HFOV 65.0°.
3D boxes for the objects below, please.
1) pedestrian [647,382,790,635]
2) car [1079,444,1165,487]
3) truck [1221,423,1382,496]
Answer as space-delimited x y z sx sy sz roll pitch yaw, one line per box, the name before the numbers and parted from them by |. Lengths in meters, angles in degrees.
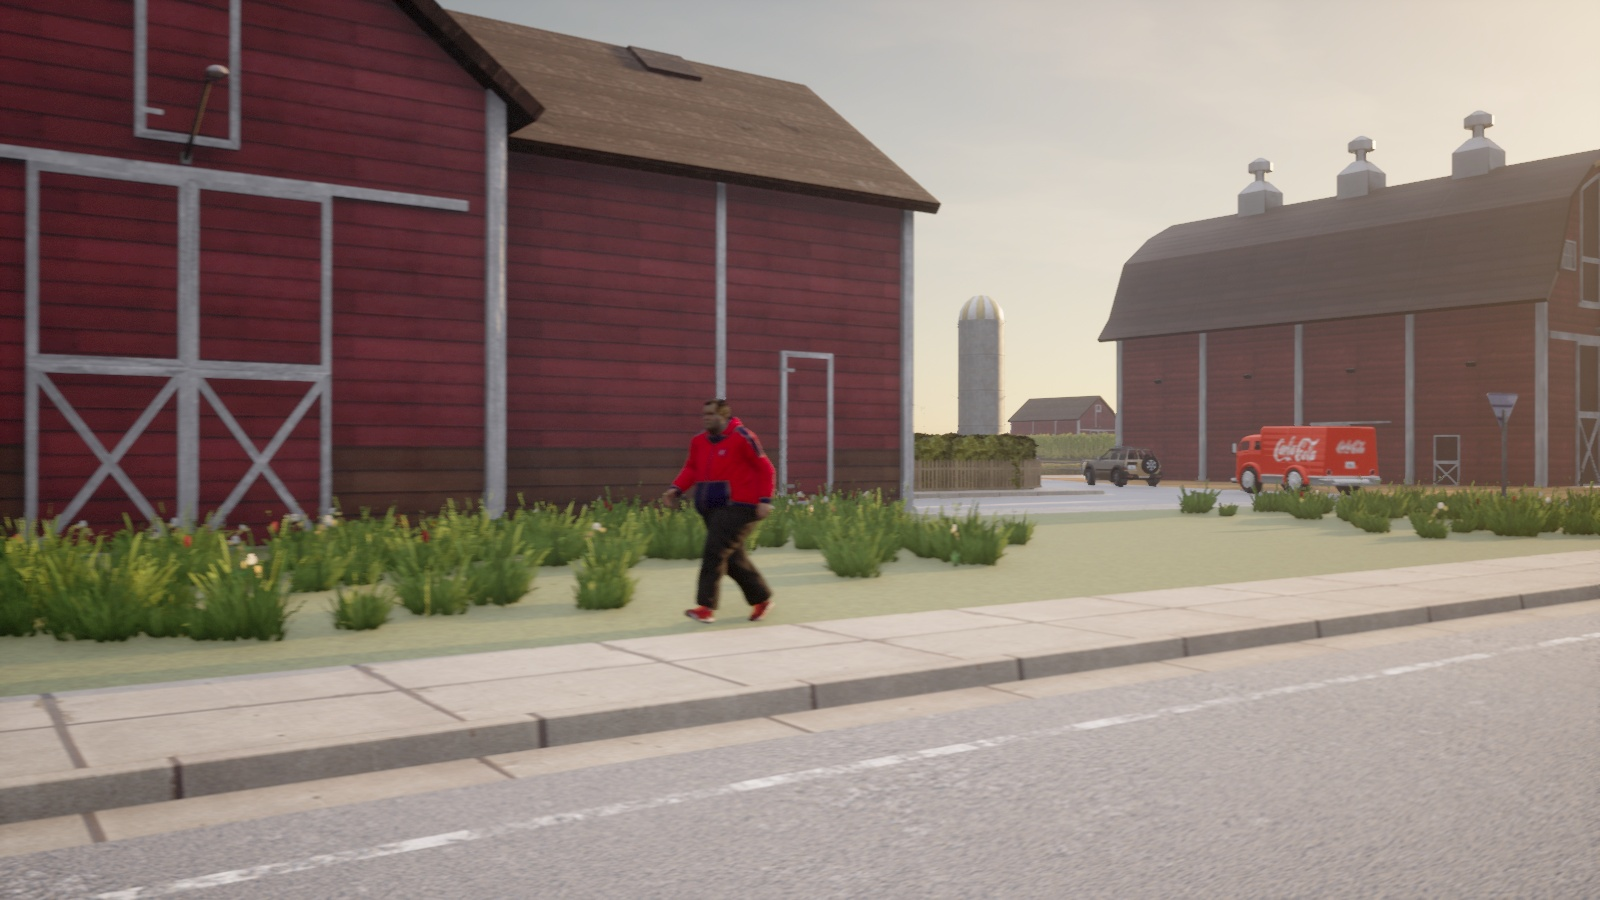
pedestrian | -0.623 0.425 9.668 0.899 1.844 0.634 0 0 -43
car | 14.651 0.686 57.417 1.932 1.855 4.605 0 0 -12
truck | 17.884 0.307 45.127 2.627 2.467 5.204 0 0 -18
